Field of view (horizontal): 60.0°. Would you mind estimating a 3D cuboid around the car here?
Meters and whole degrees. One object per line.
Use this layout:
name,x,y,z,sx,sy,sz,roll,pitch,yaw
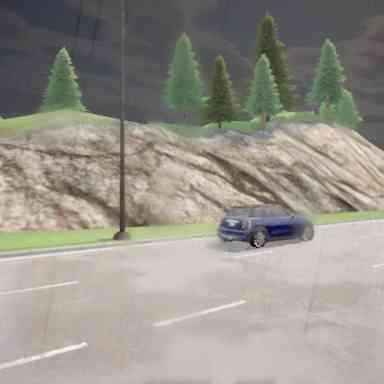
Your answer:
car,3.350,1.330,14.752,4.553,1.767,2.097,0,0,-36
